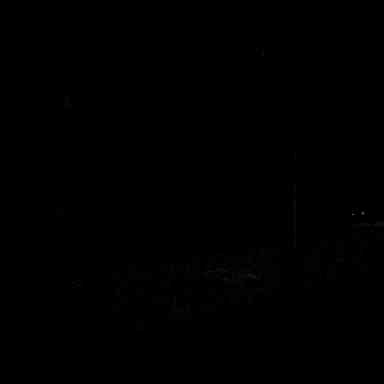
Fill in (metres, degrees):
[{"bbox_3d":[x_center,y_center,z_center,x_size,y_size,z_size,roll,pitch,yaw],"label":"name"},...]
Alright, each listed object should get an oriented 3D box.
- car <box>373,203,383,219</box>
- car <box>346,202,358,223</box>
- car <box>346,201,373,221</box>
[{"bbox_3d":[15.918,1.580,29.054,1.947,1.339,4.313,0,0,-35],"label":"car"},{"bbox_3d":[9.380,1.540,24.399,1.947,1.339,4.313,0,0,-35],"label":"car"},{"bbox_3d":[10.918,1.209,26.619,2.150,2.045,5.566,0,0,-35],"label":"car"}]
